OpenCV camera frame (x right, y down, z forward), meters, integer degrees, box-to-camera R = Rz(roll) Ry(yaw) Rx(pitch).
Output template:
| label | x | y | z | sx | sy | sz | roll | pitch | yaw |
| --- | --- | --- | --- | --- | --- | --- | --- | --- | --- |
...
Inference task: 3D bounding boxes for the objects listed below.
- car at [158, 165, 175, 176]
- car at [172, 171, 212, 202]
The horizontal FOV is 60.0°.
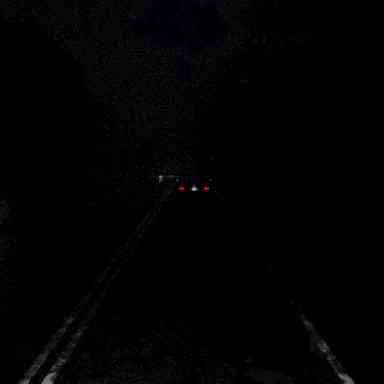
| label | x | y | z | sx | sy | sz | roll | pitch | yaw |
| --- | --- | --- | --- | --- | --- | --- | --- | --- | --- |
| car | -3.271 | -2.827 | 42.700 | 1.994 | 1.385 | 4.181 | 0 | 6 | 0 |
| car | 0.107 | -0.356 | 18.457 | 2.033 | 1.411 | 5.357 | 0 | 6 | 0 |
